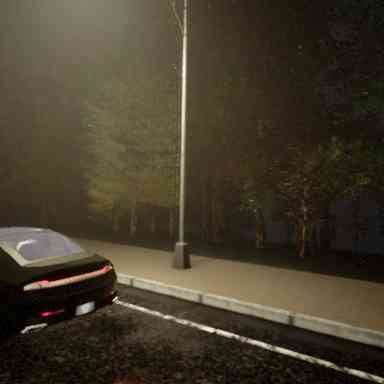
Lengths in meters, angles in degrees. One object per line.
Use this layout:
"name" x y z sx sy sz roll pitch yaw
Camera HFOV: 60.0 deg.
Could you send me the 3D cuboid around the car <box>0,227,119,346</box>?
"car" -3.494 1.409 6.131 4.902 1.511 2.128 1 1 35
